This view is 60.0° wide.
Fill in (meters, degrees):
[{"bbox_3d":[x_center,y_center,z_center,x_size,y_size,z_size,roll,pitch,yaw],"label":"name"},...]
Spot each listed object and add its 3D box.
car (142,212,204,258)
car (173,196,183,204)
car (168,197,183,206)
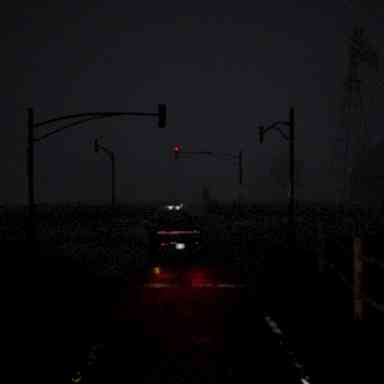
[{"bbox_3d":[-0.867,1.525,13.063,2.128,1.511,4.902,0,0,-12],"label":"car"},{"bbox_3d":[-3.004,1.720,72.151,1.812,1.442,4.674,0,0,0],"label":"car"},{"bbox_3d":[-2.981,1.715,56.910,1.994,1.385,4.181,0,0,0],"label":"car"}]
